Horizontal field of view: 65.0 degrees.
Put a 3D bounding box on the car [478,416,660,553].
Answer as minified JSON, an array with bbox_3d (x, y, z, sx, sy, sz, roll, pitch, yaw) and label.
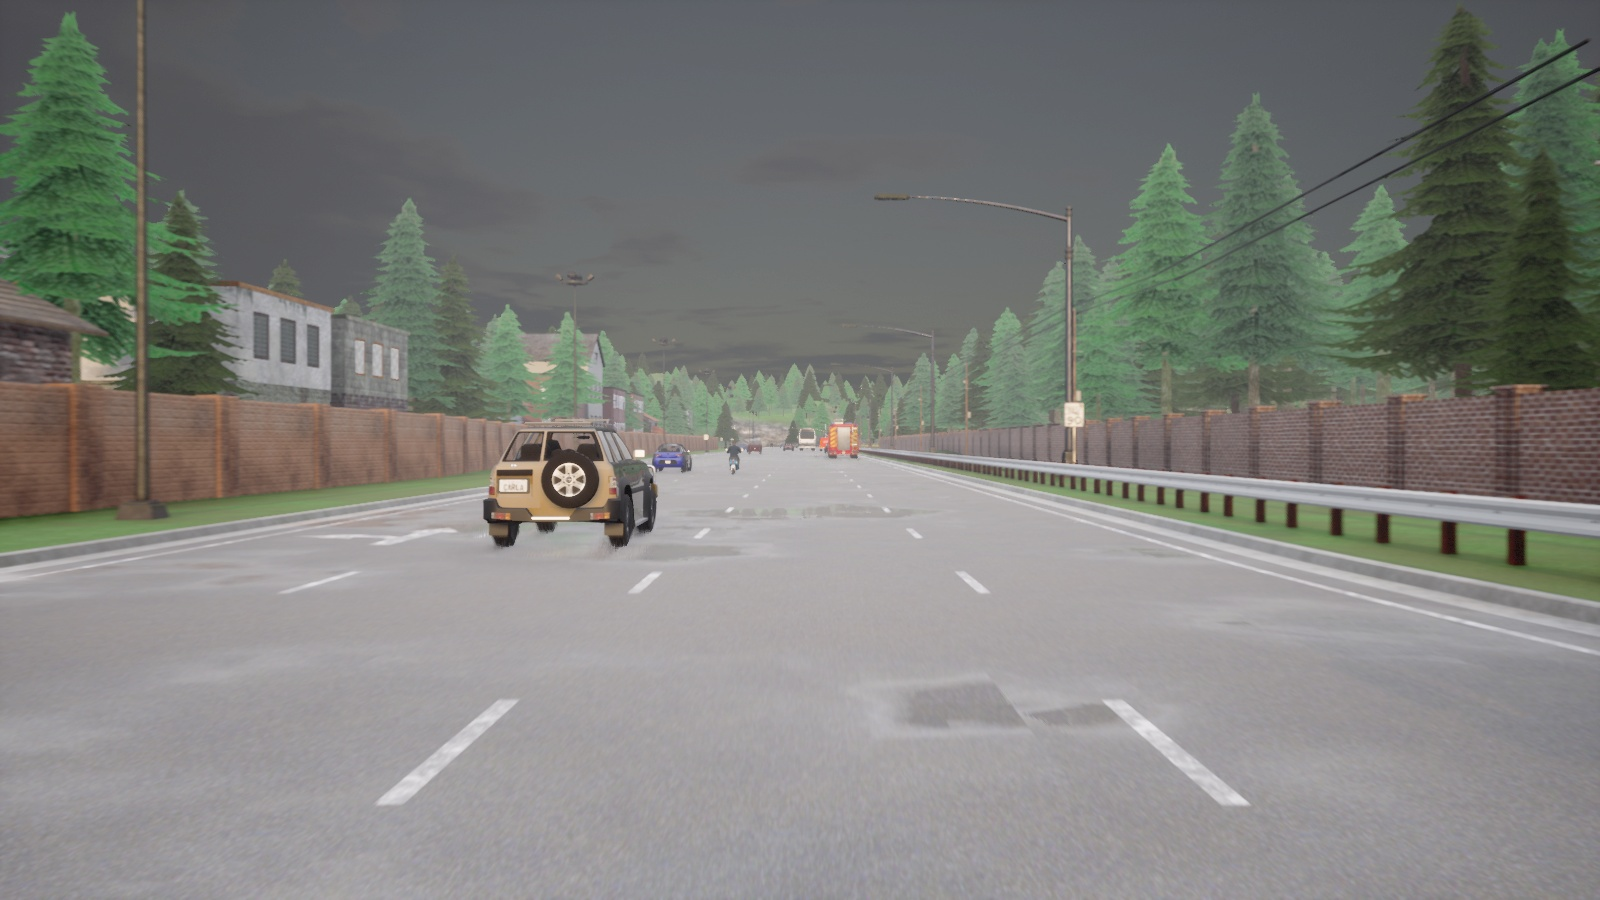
[{"bbox_3d":[-3.374,0.453,19.250,1.932,1.855,4.605,0,0,0],"label":"car"}]

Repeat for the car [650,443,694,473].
[{"bbox_3d":[-6.611,0.392,65.073,1.816,1.474,4.193,0,0,0],"label":"car"}]
